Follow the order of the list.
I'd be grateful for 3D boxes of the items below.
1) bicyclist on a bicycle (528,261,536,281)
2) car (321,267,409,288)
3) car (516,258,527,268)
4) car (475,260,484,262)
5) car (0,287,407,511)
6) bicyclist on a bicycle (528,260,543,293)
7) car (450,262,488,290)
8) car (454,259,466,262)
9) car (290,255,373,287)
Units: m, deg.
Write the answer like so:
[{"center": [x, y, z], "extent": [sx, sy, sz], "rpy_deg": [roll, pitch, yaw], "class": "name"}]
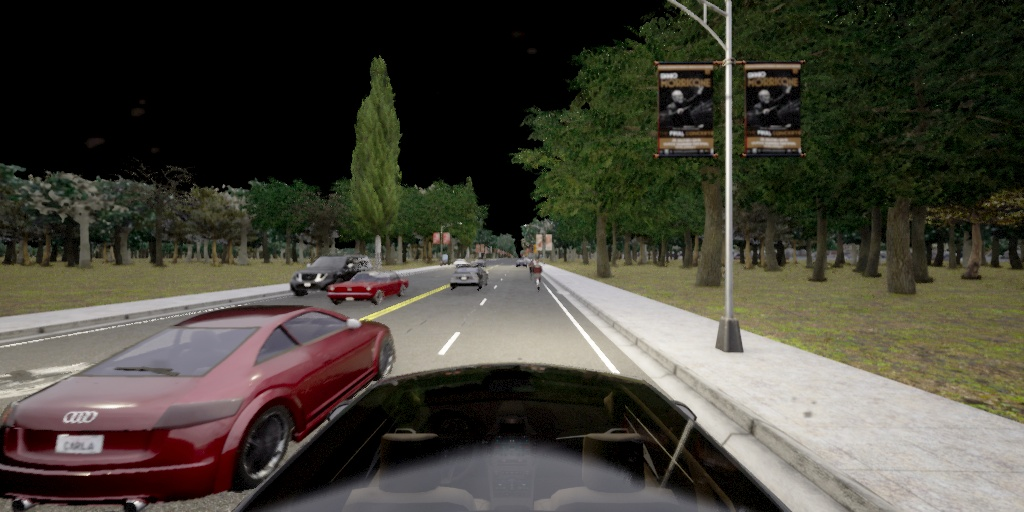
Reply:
[{"center": [1.641, 1.194, 29.802], "extent": [0.582, 1.620, 1.656], "rpy_deg": [0, 0, 1], "class": "bicyclist on a bicycle"}, {"center": [-6.206, 1.346, 16.023], "extent": [1.895, 1.301, 4.718], "rpy_deg": [0, 0, 1], "class": "car"}, {"center": [1.674, 1.333, 62.401], "extent": [1.895, 1.301, 4.718], "rpy_deg": [0, 0, 1], "class": "car"}, {"center": [-5.150, 1.281, 57.190], "extent": [2.033, 1.411, 5.357], "rpy_deg": [0, 0, 2], "class": "car"}, {"center": [-3.043, 1.313, 4.570], "extent": [1.994, 1.385, 4.181], "rpy_deg": [0, 0, 1], "class": "car"}, {"center": [1.389, 1.115, 19.852], "extent": [0.659, 1.776, 1.843], "rpy_deg": [0, 0, 1], "class": "bicyclist on a bicycle"}, {"center": [-2.590, 1.291, 22.418], "extent": [2.033, 1.411, 5.357], "rpy_deg": [0, 0, 1], "class": "car"}, {"center": [-8.363, 1.260, 58.430], "extent": [1.812, 1.442, 4.674], "rpy_deg": [0, 0, 2], "class": "car"}, {"center": [-9.373, 0.966, 19.307], "extent": [2.150, 2.045, 5.566], "rpy_deg": [0, 0, 1], "class": "car"}]
